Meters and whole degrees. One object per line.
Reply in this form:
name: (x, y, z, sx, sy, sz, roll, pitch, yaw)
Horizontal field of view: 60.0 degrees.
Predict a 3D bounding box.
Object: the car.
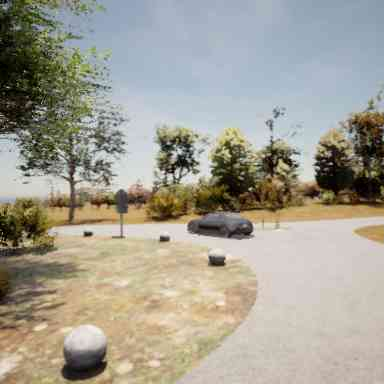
car: (1.615, 1.865, 19.835, 1.994, 1.385, 4.181, 0, -1, -40)
